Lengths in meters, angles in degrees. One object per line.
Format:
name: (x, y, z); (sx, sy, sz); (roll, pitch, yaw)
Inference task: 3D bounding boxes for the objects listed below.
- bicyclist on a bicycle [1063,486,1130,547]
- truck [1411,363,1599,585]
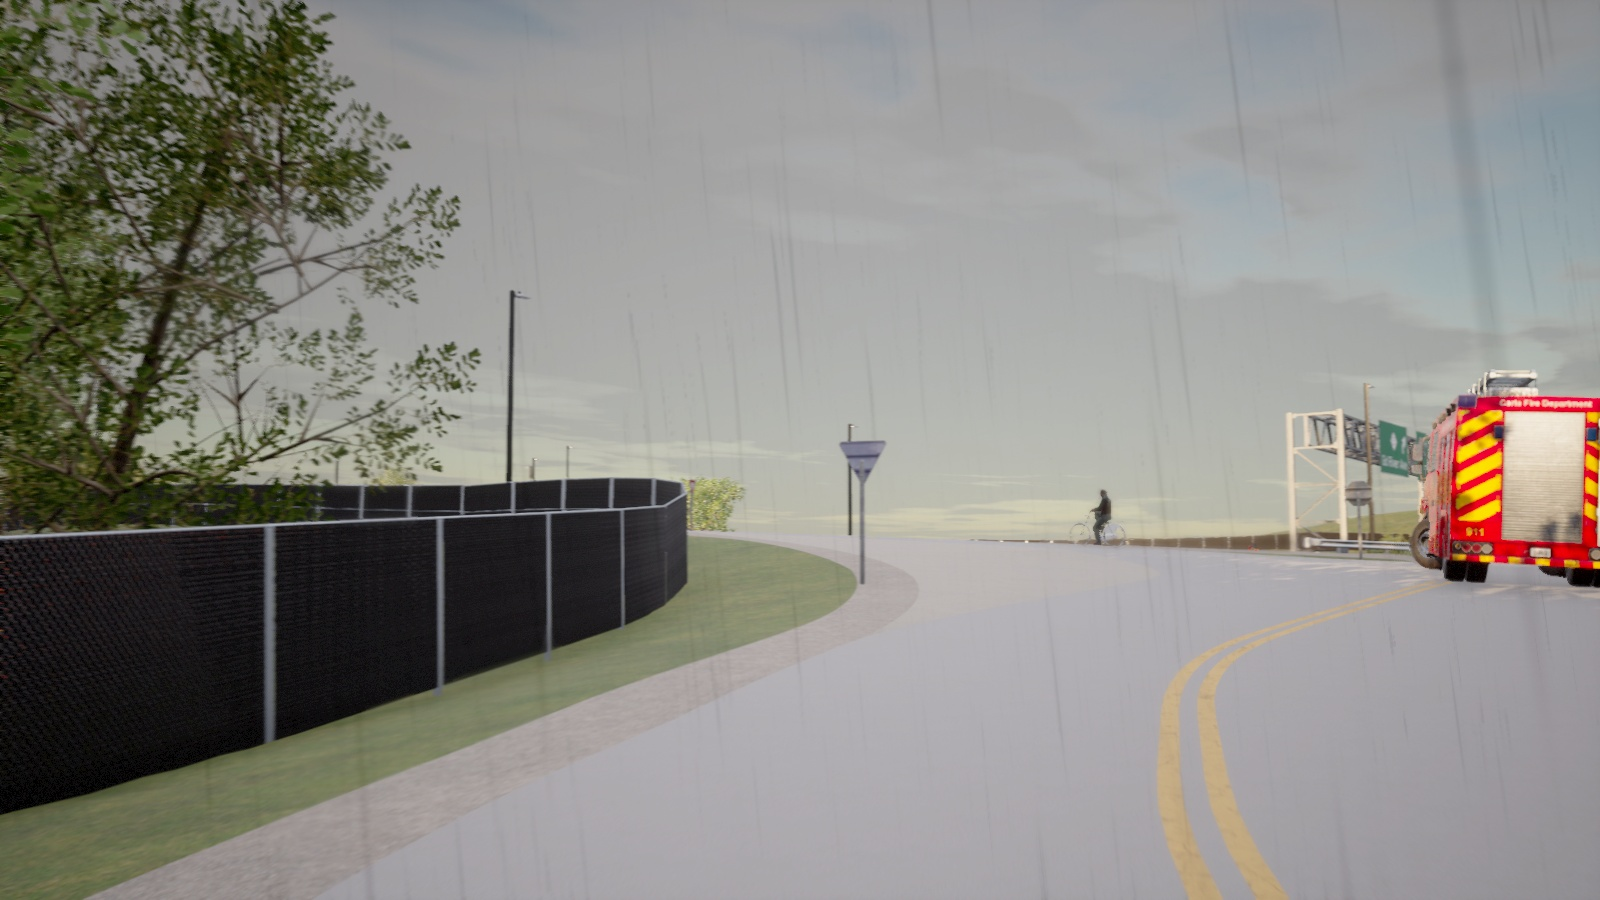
bicyclist on a bicycle: (9.053, 2.024, 38.395); (1.843, 1.776, 0.659); (0, -4, 40)
truck: (14.501, 0.595, 25.893); (2.891, 3.827, 8.468); (1, -2, 23)
